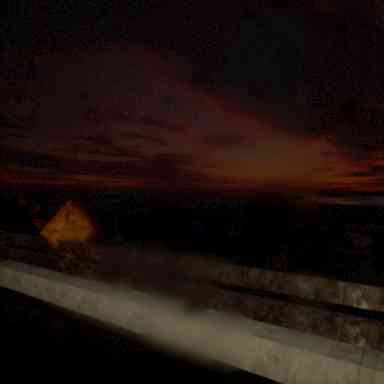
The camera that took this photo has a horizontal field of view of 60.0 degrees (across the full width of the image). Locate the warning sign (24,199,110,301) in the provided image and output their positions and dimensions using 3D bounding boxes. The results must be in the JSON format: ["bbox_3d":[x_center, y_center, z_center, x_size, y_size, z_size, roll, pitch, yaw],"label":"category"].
[{"bbox_3d":[-2.620,1.100,7.049,1.060,1.860,1.300,1,0,36],"label":"warning sign"}]
